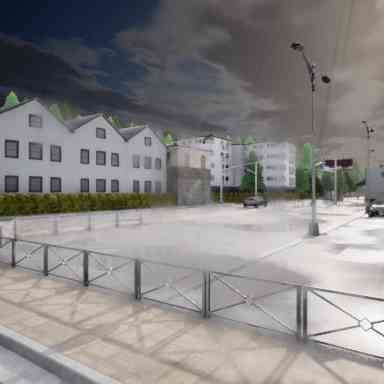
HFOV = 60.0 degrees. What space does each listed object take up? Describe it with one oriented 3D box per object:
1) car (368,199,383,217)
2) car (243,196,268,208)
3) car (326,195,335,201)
[{"bbox_3d":[15.469,1.298,26.777,2.007,1.523,4.514,0,0,35],"label":"car"},{"bbox_3d":[8.290,1.299,43.184,2.128,1.511,4.902,0,0,33],"label":"car"},{"bbox_3d":[32.624,1.360,77.680,1.994,1.385,4.181,0,0,35],"label":"car"}]
